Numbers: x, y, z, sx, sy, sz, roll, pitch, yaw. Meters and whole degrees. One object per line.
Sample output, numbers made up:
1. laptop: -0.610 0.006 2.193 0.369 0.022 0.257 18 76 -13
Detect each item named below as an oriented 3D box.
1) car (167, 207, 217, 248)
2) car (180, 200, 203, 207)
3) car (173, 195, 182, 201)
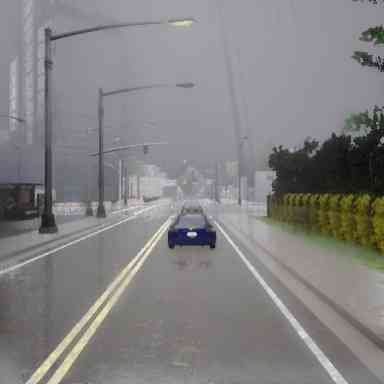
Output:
1. car: 0.000 1.571 14.650 1.994 1.385 4.181 0 0 0
2. car: 0.000 1.615 29.680 1.895 1.301 4.718 0 0 0
3. car: -3.500 1.450 79.985 2.128 1.511 4.902 0 0 0
